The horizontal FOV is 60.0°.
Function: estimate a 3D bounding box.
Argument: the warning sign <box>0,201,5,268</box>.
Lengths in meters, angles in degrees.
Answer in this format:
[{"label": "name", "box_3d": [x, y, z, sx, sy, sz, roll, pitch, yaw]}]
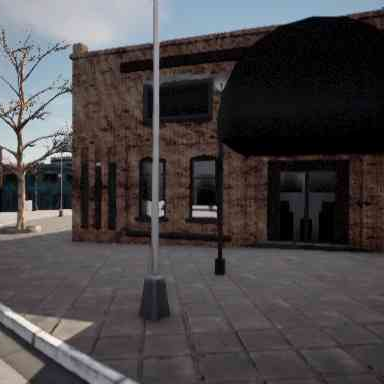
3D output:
[{"label": "warning sign", "box_3d": [-6.159, 1.198, 9.439, 1.300, 1.860, 1.060, 2, -1, -39]}]
